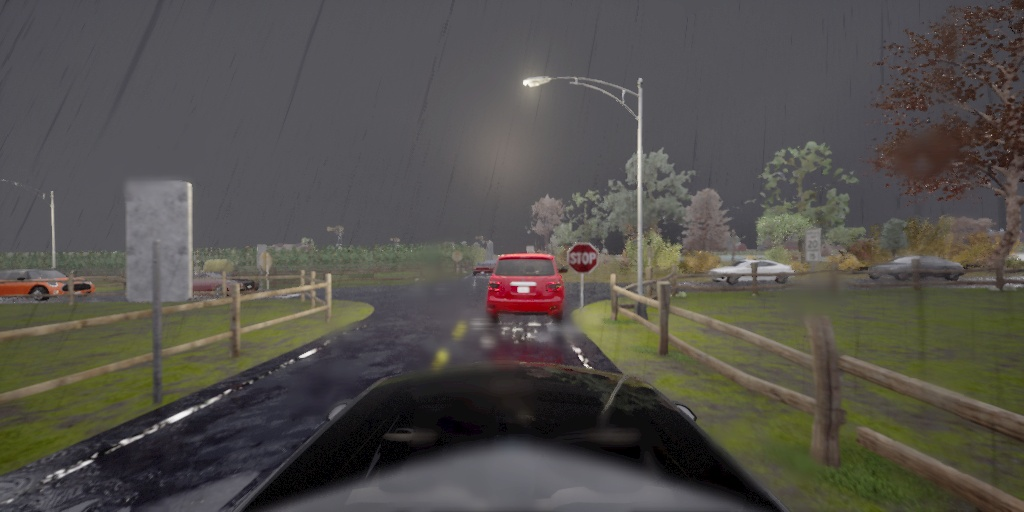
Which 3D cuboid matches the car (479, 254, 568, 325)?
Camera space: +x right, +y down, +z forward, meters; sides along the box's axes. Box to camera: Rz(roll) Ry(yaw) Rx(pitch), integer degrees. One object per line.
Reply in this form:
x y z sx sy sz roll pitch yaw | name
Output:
0.651 0.941 11.893 2.150 2.045 5.566 0 0 8 | car

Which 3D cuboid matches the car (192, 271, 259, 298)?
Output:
-16.340 1.540 19.610 4.181 1.385 1.994 -1 0 0 | car

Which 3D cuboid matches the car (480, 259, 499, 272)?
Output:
-2.840 1.185 46.037 2.033 1.411 5.357 0 0 0 | car

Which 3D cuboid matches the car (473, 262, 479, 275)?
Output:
-2.836 1.259 36.350 1.895 1.301 4.718 0 0 0 | car

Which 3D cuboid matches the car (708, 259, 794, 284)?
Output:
14.555 0.929 21.974 4.674 1.442 1.812 -1 0 1 | car

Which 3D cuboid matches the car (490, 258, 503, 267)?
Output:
-2.795 1.097 64.360 2.128 1.511 4.902 0 1 0 | car

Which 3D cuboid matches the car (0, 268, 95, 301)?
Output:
-26.129 1.510 19.801 4.553 1.767 2.097 -1 0 1 | car

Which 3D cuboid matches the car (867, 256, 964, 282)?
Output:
24.423 0.757 21.785 4.674 1.442 1.812 -1 0 1 | car
